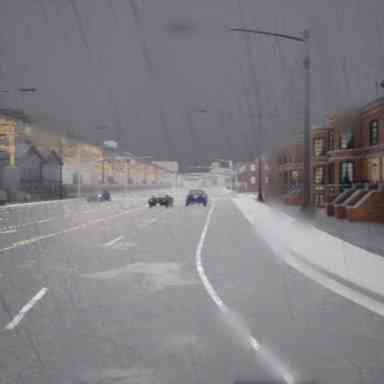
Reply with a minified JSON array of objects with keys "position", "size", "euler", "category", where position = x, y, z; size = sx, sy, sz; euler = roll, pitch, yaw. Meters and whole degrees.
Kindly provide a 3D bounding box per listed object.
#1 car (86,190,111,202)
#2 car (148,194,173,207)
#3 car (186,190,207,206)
[{"position":[-12.837,0.488,45.764],"size":[2.097,1.767,4.553],"euler":[-1,1,5],"category":"car"},{"position":[-3.119,0.852,34.286],"size":[1.895,1.301,4.718],"euler":[-1,1,5],"category":"car"},{"position":[0.546,0.521,36.220],"size":[2.097,1.767,4.553],"euler":[-1,1,5],"category":"car"}]
